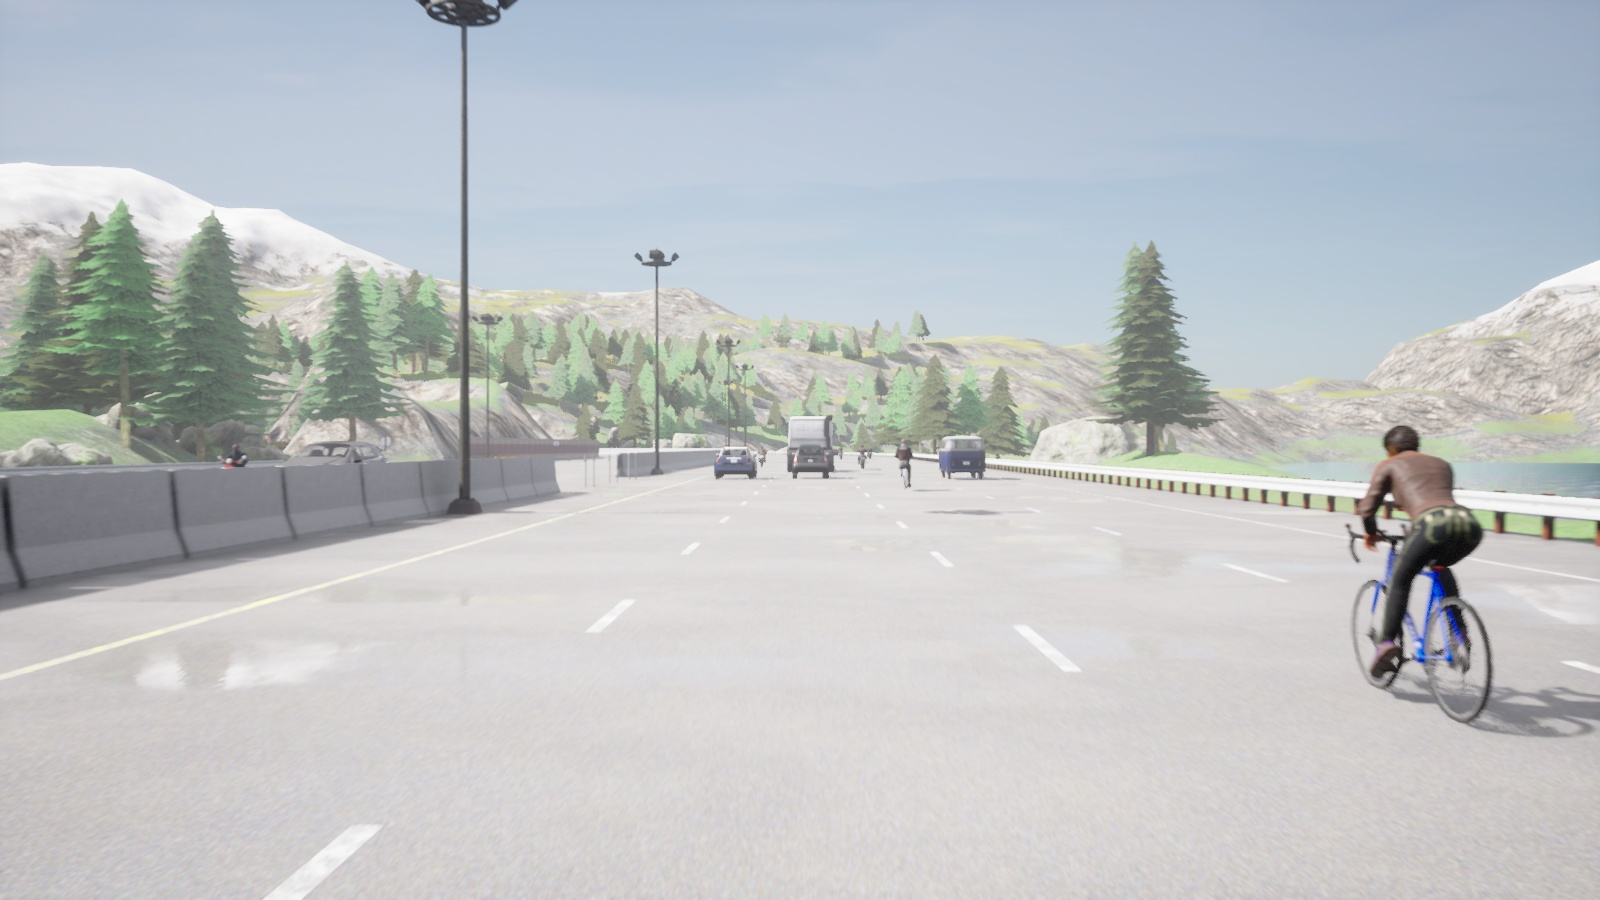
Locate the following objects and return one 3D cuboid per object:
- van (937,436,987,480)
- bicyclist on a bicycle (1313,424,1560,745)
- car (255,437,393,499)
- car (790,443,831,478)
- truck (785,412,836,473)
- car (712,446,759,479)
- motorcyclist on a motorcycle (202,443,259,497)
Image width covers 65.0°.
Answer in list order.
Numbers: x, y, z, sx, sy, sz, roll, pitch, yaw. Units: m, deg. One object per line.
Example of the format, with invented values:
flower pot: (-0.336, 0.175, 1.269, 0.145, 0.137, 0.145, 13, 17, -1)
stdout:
van: (7.487, 0.357, 58.416, 1.775, 1.987, 4.442, 0, 0, 0)
bicyclist on a bicycle: (3.558, 0.685, 7.184, 0.582, 1.620, 1.656, 0, 0, 0)
car: (-13.703, 0.488, 36.474, 2.242, 1.667, 4.611, 0, 0, 0)
car: (0.499, 0.493, 59.868, 1.851, 1.617, 3.988, 0, 0, 0)
truck: (0.635, -0.427, 75.831, 2.891, 3.462, 7.936, 0, 0, 1)
car: (-3.007, 0.559, 59.219, 1.970, 1.475, 3.806, 0, 0, 0)
motorcyclist on a motorcycle: (-17.189, 0.590, 37.956, 0.866, 1.590, 1.817, 0, 0, 0)
